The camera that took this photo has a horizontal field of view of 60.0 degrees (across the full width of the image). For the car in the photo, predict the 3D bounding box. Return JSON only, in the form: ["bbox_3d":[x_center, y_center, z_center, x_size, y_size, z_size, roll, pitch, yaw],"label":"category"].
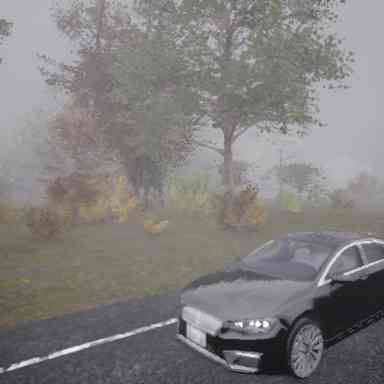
[{"bbox_3d":[2.001,1.473,5.554,4.902,1.511,2.128,-1,0,-37],"label":"car"}]
